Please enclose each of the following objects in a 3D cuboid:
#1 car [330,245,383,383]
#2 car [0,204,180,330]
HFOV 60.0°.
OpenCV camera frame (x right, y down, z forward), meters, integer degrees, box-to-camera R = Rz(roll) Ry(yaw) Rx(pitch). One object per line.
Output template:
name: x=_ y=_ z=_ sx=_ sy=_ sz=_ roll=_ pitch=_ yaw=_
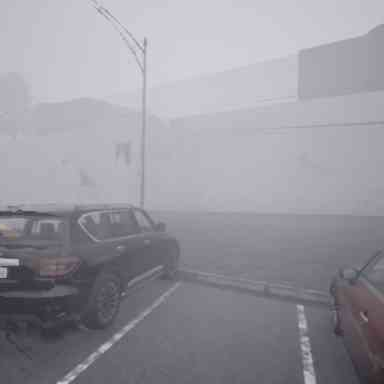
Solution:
car: x=2.885 y=1.360 z=3.703 sx=2.185 sy=1.767 sz=4.553 roll=0 pitch=-1 yaw=16
car: x=-1.988 y=1.263 z=7.251 sx=2.435 sy=2.045 sz=5.566 roll=0 pitch=-1 yaw=16
